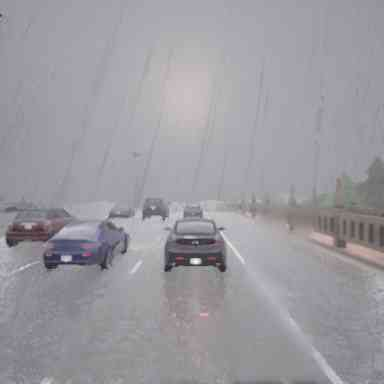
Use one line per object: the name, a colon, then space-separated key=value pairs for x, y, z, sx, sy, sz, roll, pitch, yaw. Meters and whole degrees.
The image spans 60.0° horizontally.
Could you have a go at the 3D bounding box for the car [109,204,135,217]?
car: x=-6.896 y=1.912 z=33.114 sx=1.994 sy=1.385 sz=4.181 roll=0 pitch=-1 yaw=0

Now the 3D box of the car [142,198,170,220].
car: x=-3.396 y=1.555 z=31.713 sx=2.150 sy=2.045 sz=5.566 roll=0 pitch=-1 yaw=0

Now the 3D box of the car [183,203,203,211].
car: x=0.105 y=1.841 z=33.289 sx=2.128 sy=1.511 sz=4.902 roll=0 pitch=-1 yaw=0

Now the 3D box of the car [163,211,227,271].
car: x=0.101 y=1.625 z=11.344 sx=1.837 sy=1.490 sz=4.892 roll=0 pitch=0 yaw=0

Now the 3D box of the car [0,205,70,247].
car: x=-6.898 y=1.522 z=16.139 sx=2.097 sy=1.767 sz=4.553 roll=0 pitch=-1 yaw=0

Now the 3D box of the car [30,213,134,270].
car: x=-3.399 y=1.645 z=11.315 sx=1.812 sy=1.442 sz=4.674 roll=0 pitch=-1 yaw=0
